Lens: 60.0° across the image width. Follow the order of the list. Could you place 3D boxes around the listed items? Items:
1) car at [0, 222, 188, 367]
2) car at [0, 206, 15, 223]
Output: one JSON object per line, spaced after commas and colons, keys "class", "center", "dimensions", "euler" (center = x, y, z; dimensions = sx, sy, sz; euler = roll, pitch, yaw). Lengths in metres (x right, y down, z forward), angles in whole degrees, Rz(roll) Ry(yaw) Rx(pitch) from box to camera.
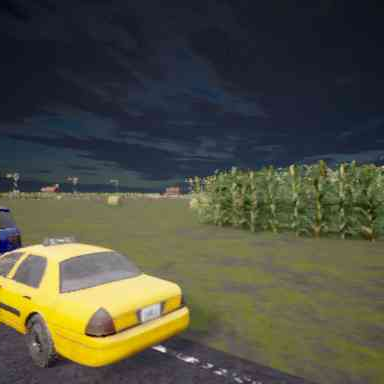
{"class": "car", "center": [-2.529, 1.558, 5.935], "dimensions": [5.366, 1.575, 1.801], "euler": [-1, -1, 39]}
{"class": "car", "center": [-6.926, 1.374, 9.642], "dimensions": [5.566, 2.045, 2.150], "euler": [-1, -1, 41]}
